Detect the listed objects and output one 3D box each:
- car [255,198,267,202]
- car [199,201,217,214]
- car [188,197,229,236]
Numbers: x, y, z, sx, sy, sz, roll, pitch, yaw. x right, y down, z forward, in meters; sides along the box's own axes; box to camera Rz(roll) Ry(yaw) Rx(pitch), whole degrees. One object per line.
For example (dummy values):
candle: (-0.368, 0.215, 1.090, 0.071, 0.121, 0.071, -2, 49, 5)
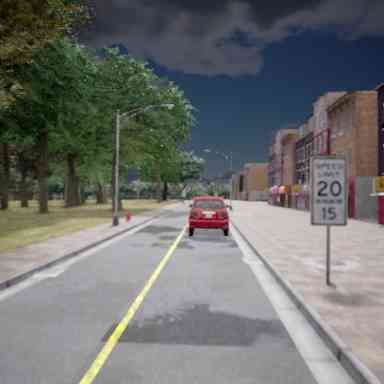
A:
car: (19.880, 2.230, 92.695, 4.403, 1.369, 2.008, 0, -1, 2)
car: (1.914, 1.775, 39.049, 1.994, 1.385, 4.181, 1, 0, 3)
car: (0.983, 1.316, 19.517, 2.150, 2.045, 5.566, 1, 0, 3)
